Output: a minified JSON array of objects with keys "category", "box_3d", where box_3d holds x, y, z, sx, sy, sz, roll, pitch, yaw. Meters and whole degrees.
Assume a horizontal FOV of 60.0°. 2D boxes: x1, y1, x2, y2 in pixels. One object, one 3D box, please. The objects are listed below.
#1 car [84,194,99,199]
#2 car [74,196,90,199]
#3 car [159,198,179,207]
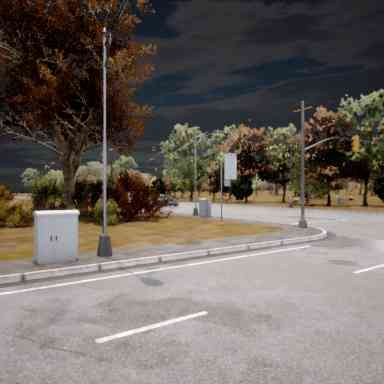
[{"category":"car","box_3d":[-26.540,1.206,87.879,4.181,1.385,1.994,1,0,41]},{"category":"car","box_3d":[-28.792,1.202,85.190,4.181,1.385,1.994,1,0,41]},{"category":"car","box_3d":[-3.650,1.514,49.033,1.994,1.385,4.181,0,0,-34]}]
